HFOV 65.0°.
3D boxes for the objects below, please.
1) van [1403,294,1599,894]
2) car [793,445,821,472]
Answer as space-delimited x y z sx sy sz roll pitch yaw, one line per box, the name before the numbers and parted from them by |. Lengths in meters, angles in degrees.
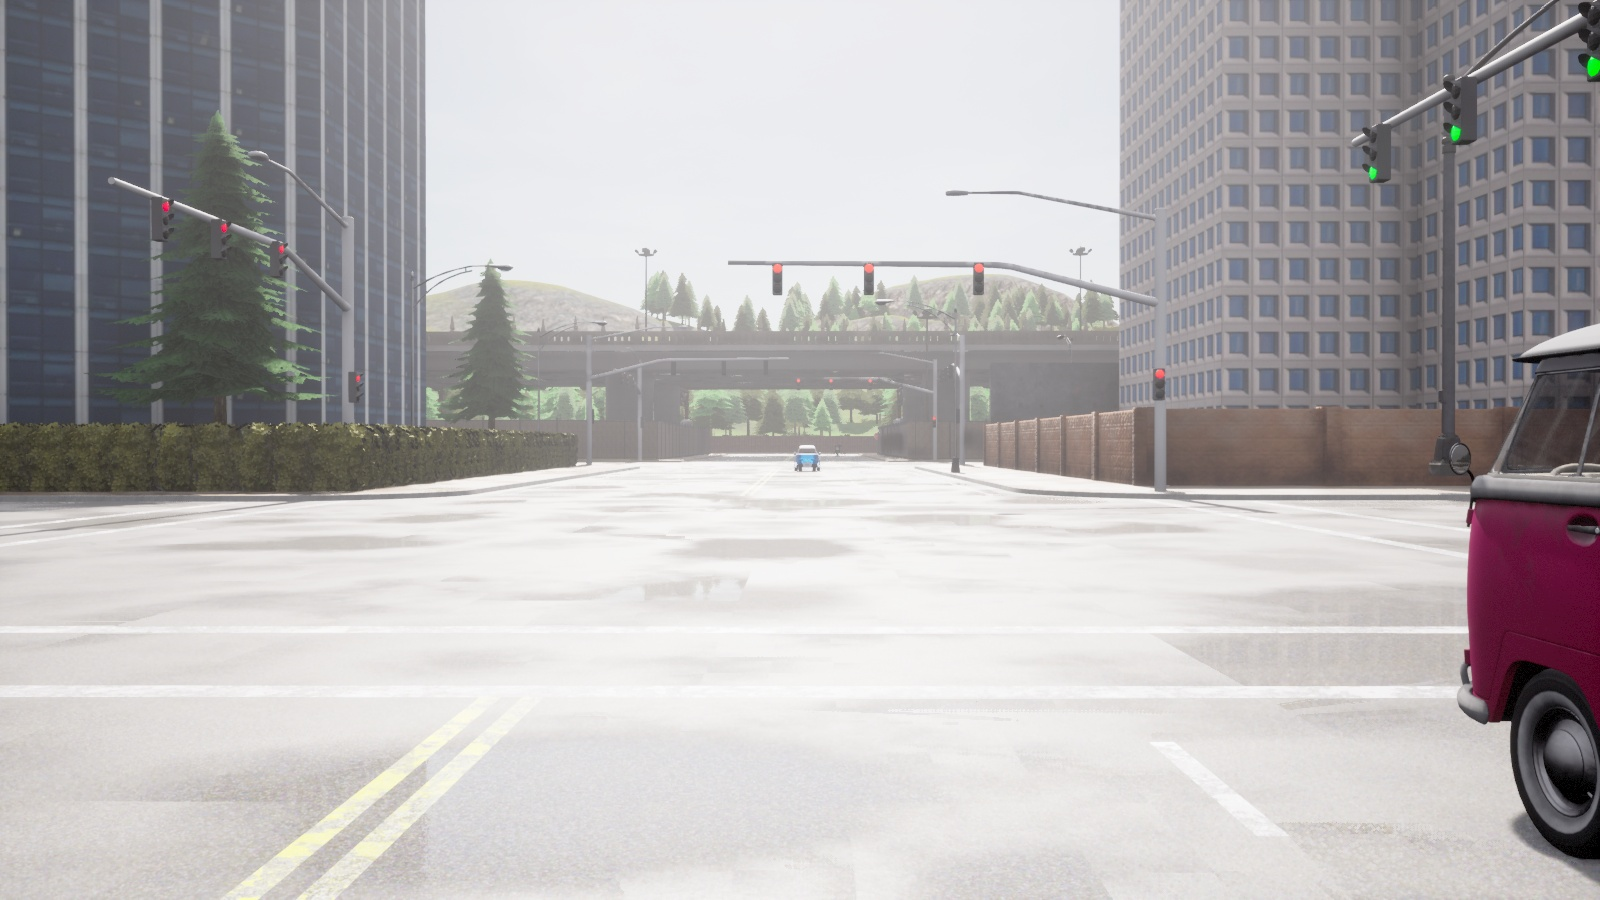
van | 3.533 0.484 3.300 1.775 1.987 4.442 0 0 0
car | 0.383 0.426 66.471 1.481 1.376 2.207 0 1 0
